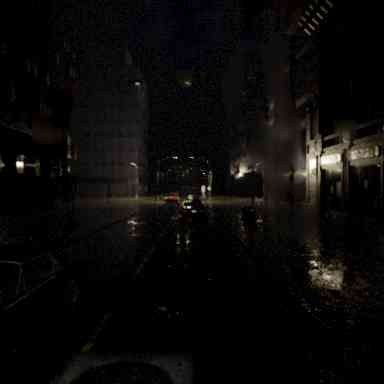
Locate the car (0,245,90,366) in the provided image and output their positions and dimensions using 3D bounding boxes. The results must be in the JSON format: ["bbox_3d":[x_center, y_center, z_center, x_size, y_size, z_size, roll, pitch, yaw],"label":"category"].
[{"bbox_3d":[-3.098,1.564,4.821,1.895,1.301,4.718,0,0,0],"label":"car"}]

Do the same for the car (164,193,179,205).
[{"bbox_3d":[-3.051,0.977,50.509,2.097,1.767,4.553,0,0,0],"label":"car"}]

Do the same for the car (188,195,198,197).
[{"bbox_3d":[0.122,1.159,44.829,2.128,1.511,4.902,0,0,0],"label":"car"}]

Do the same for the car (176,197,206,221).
[{"bbox_3d":[0.112,1.359,25.319,2.033,1.411,5.357,0,0,0],"label":"car"}]
